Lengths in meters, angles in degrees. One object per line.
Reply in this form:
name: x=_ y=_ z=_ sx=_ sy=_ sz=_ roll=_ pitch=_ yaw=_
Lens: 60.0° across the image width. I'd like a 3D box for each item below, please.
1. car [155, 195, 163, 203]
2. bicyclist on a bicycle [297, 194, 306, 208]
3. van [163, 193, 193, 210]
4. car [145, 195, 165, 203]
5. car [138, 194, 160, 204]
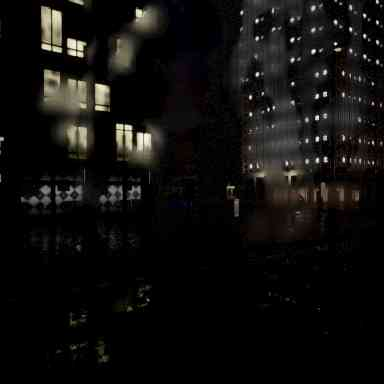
car: x=-3.913 y=1.035 z=58.659 sx=2.192 sy=1.841 sz=5.009 roll=0 pitch=0 yaw=-34
bicyclist on a bicycle: x=12.874 y=1.117 z=39.154 sx=1.656 sy=1.620 sz=0.582 roll=-1 pitch=1 yaw=-34
van: x=-1.517 y=1.210 z=40.203 sx=1.690 sy=1.788 sz=3.998 roll=0 pitch=0 yaw=-34
car: x=-7.023 y=1.237 z=63.244 sx=1.887 sy=1.381 sz=4.507 roll=0 pitch=0 yaw=-34
car: x=-7.846 y=1.203 z=59.831 sx=1.882 sy=1.535 sz=5.008 roll=-1 pitch=1 yaw=-34
